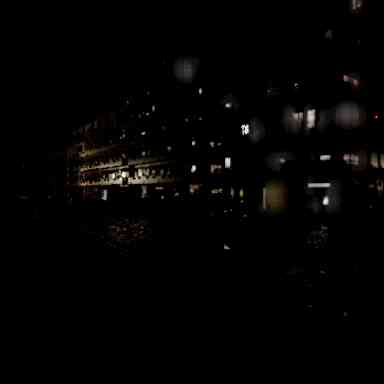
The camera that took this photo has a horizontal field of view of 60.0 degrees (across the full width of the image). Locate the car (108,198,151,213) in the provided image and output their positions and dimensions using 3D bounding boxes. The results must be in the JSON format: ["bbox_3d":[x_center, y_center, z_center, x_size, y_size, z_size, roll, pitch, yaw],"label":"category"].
[{"bbox_3d":[-6.595,1.330,34.499,1.882,1.535,5.008,0,0,-36],"label":"car"}]

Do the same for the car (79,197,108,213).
[{"bbox_3d":[-9.876,1.402,34.615,1.887,1.381,4.507,0,0,-36],"label":"car"}]

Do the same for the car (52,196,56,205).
[{"bbox_3d":[-16.520,1.395,43.793,1.947,1.339,4.313,0,0,-36],"label":"car"}]

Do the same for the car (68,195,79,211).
[{"bbox_3d":[-13.198,1.409,39.204,1.947,1.339,4.313,0,0,-36],"label":"car"}]

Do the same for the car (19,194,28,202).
[{"bbox_3d":[-36.448,1.373,71.323,1.802,1.307,4.206,0,0,-36],"label":"car"}]

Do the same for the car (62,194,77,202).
[{"bbox_3d":[-26.339,1.199,71.648,1.967,1.590,4.097,0,0,-36],"label":"car"}]

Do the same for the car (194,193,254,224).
[{"bbox_3d":[1.721,1.114,22.999,2.150,2.045,5.566,0,0,-36],"label":"car"}]

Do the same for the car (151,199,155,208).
[{"bbox_3d":[-6.409,1.392,44.119,1.802,1.307,4.206,0,0,-36],"label":"car"}]

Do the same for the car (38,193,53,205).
[{"bbox_3d":[-23.162,1.121,52.968,2.192,1.841,5.009,0,0,-36],"label":"car"}]

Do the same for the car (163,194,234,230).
[{"bbox_3d":[0.089,1.220,20.848,2.192,1.841,5.009,0,0,-36],"label":"car"}]

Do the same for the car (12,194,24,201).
[{"bbox_3d":[-39.771,1.231,75.910,1.967,1.590,4.097,0,0,-36],"label":"car"}]
